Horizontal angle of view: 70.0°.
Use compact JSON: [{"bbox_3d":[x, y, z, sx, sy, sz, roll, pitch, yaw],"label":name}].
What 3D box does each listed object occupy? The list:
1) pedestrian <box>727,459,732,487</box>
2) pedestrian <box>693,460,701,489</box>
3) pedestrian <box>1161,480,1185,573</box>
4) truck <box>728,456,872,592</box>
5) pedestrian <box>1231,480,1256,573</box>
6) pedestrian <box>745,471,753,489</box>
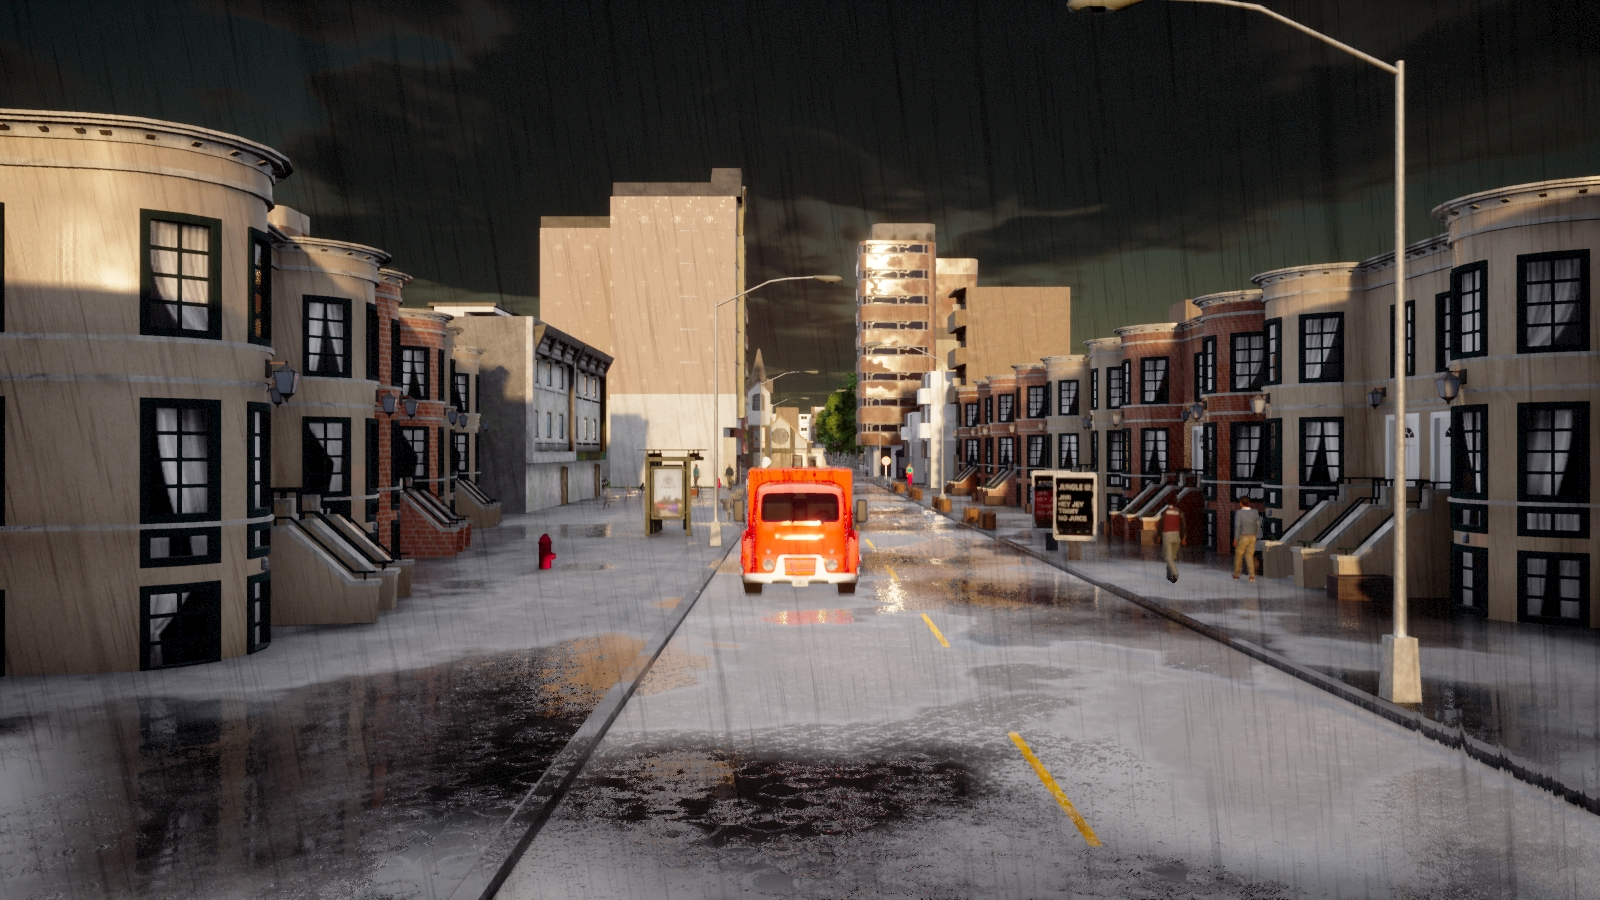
[{"bbox_3d":[-4.773,1.554,77.357,0.375,1.860,0.375,0,0,-1],"label":"pedestrian"},{"bbox_3d":[-6.674,1.556,73.979,0.375,1.860,0.375,0,0,15],"label":"pedestrian"},{"bbox_3d":[7.507,1.533,22.997,0.375,1.860,0.375,0,0,6],"label":"pedestrian"},{"bbox_3d":[0.001,1.360,23.409,2.627,2.467,5.204,0,0,0],"label":"truck"},{"bbox_3d":[8.984,1.534,23.151,0.375,1.860,0.375,0,0,0],"label":"pedestrian"},{"bbox_3d":[-3.295,1.934,73.416,0.500,1.100,0.500,0,0,-3],"label":"pedestrian"}]
